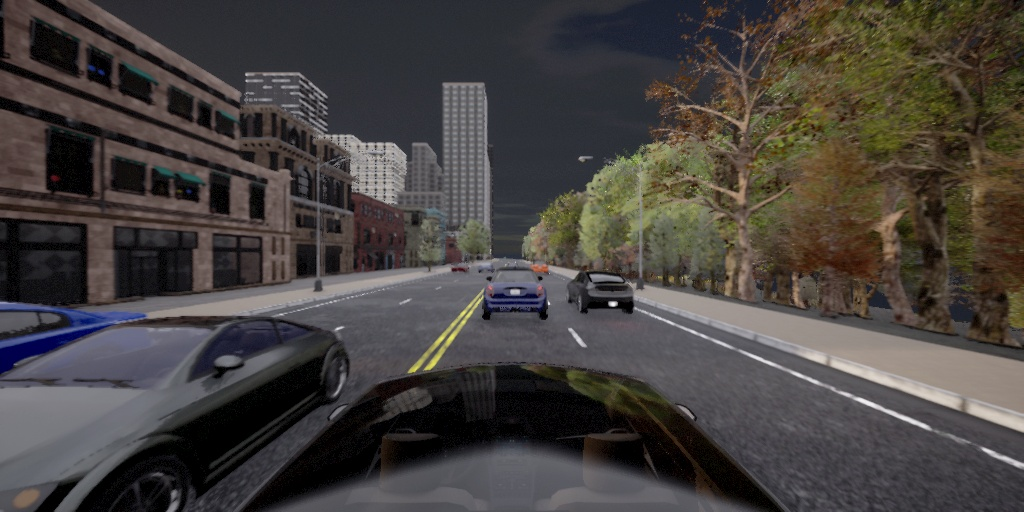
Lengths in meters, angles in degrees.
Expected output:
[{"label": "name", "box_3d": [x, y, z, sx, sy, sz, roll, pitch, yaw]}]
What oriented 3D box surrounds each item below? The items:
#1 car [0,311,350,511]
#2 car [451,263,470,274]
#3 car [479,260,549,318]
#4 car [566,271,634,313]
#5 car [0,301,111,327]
[{"label": "car", "box_3d": [-3.351, 1.324, 3.542, 1.994, 1.385, 4.181, 0, 0, 0]}, {"label": "car", "box_3d": [-6.585, 1.601, 46.012, 1.895, 1.301, 4.718, 0, 0, 0]}, {"label": "car", "box_3d": [0.099, 1.168, 13.386, 2.097, 1.767, 4.553, 0, 0, 0]}, {"label": "car", "box_3d": [3.348, 1.329, 14.302, 1.837, 1.490, 4.892, 0, 0, 0]}, {"label": "car", "box_3d": [-6.601, 1.238, 3.507, 1.882, 1.535, 5.008, 0, 0, 0]}]
